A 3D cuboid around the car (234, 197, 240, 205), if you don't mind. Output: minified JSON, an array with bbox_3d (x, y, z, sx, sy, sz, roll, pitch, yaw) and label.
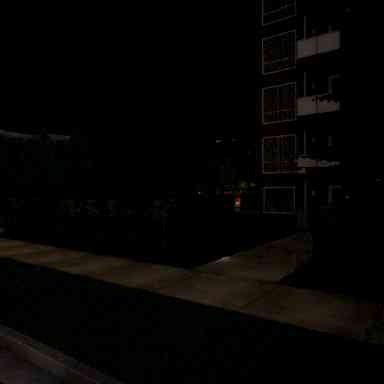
[{"bbox_3d":[9.307,1.478,58.079,1.882,1.535,5.008,0,0,36],"label":"car"}]

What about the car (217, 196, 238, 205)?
[{"bbox_3d":[6.473,1.526,60.134,1.812,1.442,4.674,0,0,36],"label":"car"}]
